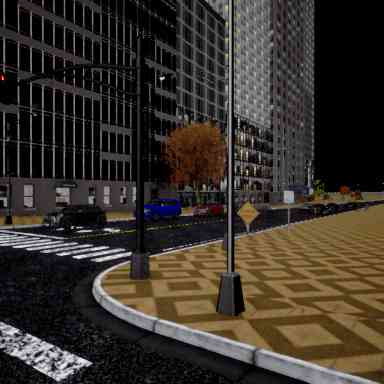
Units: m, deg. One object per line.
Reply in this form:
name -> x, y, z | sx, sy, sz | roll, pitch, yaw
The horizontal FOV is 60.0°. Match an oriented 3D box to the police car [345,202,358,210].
police car -> 31.544, 2.738, 65.819 | 1.930, 1.638, 5.238 | 0, -1, 33

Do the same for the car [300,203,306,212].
car -> 19.130, 2.573, 54.492 | 2.033, 1.411, 5.357 | 0, -1, 33

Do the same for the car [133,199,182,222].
car -> -3.210, 1.689, 32.191 | 2.150, 2.045, 5.566 | 0, -1, 33

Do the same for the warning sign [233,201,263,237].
warning sign -> 3.127, 1.454, 18.553 | 1.300, 1.860, 1.060 | 1, 1, 33

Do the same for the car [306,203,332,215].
car -> 17.724, 2.399, 46.298 | 1.837, 1.490, 4.892 | 0, -1, 33

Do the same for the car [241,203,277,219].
car -> 7.775, 2.200, 36.847 | 2.033, 1.411, 5.357 | 0, -1, 33

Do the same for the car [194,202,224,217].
car -> 2.089, 1.995, 40.403 | 2.097, 1.767, 4.553 | 0, -1, 33

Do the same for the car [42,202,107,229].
car -> -8.428, 1.648, 24.099 | 2.097, 1.767, 4.553 | 0, -1, 33

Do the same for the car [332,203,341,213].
car -> 23.125, 2.574, 54.687 | 1.837, 1.490, 4.892 | 0, -1, 33

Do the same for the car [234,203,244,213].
car -> 7.589, 2.371, 48.861 | 2.033, 1.411, 5.357 | 0, -1, 33
